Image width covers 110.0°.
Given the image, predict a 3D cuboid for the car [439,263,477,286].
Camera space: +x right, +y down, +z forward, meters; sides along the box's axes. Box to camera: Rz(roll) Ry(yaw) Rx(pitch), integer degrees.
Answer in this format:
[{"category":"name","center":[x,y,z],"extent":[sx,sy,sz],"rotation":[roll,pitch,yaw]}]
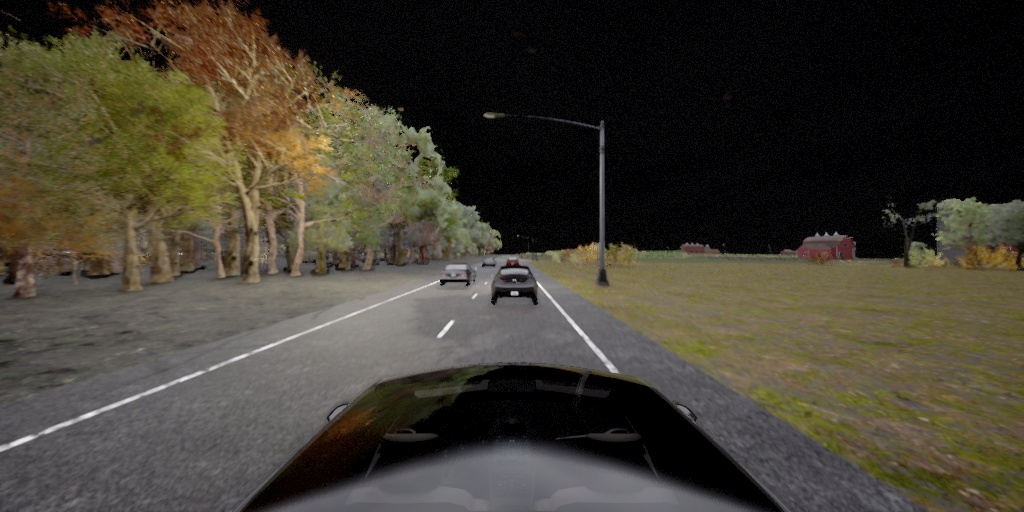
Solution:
[{"category":"car","center":[-3.403,1.138,23.281],"extent":[2.033,1.411,5.357],"rotation":[0,0,0]}]

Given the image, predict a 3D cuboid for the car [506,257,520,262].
[{"category":"car","center":[0.089,0.846,52.313],"extent":[1.882,1.535,5.008],"rotation":[0,0,0]}]

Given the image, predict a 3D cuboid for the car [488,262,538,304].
[{"category":"car","center":[0.098,1.150,15.775],"extent":[1.837,1.490,4.892],"rotation":[0,0,0]}]

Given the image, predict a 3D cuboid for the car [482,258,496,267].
[{"category":"car","center":[-3.409,0.916,54.422],"extent":[1.994,1.385,4.181],"rotation":[0,0,0]}]
